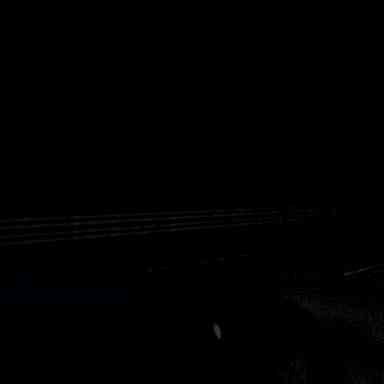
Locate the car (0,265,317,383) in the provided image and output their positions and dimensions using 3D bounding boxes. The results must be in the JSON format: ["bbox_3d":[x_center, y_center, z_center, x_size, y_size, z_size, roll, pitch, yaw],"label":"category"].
[{"bbox_3d":[-0.857,1.475,3.134,5.008,1.535,1.882,0,0,-36],"label":"car"}]
